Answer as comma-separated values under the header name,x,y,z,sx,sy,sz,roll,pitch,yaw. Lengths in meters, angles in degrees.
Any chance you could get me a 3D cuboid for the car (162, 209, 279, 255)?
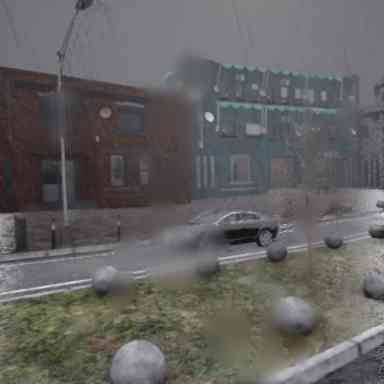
name,x,y,z,sx,sy,sz,roll,pitch,yaw
car,1.195,1.422,12.821,4.902,1.511,2.128,0,0,-33
